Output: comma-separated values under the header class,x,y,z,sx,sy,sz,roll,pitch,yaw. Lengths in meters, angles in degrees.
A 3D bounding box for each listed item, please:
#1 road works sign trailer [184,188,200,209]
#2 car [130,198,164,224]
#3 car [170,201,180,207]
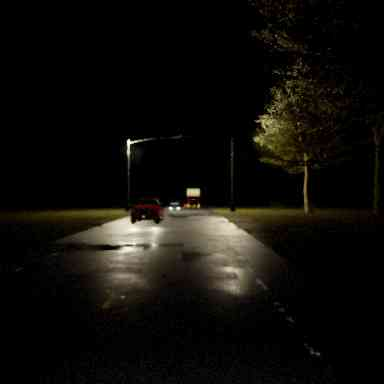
class,x,y,z,sx,sy,sz,roll,pitch,yaw
road works sign trailer,0.238,1.161,58.554,2.380,3.560,2.880,0,-1,2
car,-3.589,1.498,27.438,2.150,2.045,5.566,0,-1,0
car,-3.478,2.426,68.498,1.895,1.301,4.718,0,-1,0
